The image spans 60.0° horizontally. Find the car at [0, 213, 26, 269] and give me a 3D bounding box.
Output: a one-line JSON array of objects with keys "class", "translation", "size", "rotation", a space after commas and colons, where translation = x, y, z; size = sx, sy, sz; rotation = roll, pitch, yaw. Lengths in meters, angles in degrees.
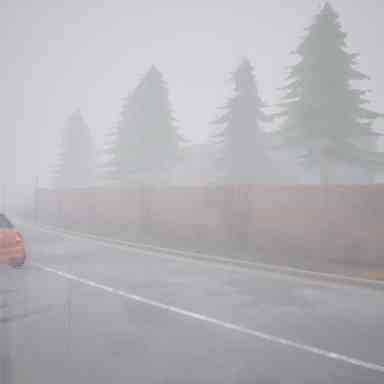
[{"class": "car", "translation": [-6.907, 1.334, 10.168], "size": [4.553, 1.767, 2.097], "rotation": [0, 0, 43]}]
